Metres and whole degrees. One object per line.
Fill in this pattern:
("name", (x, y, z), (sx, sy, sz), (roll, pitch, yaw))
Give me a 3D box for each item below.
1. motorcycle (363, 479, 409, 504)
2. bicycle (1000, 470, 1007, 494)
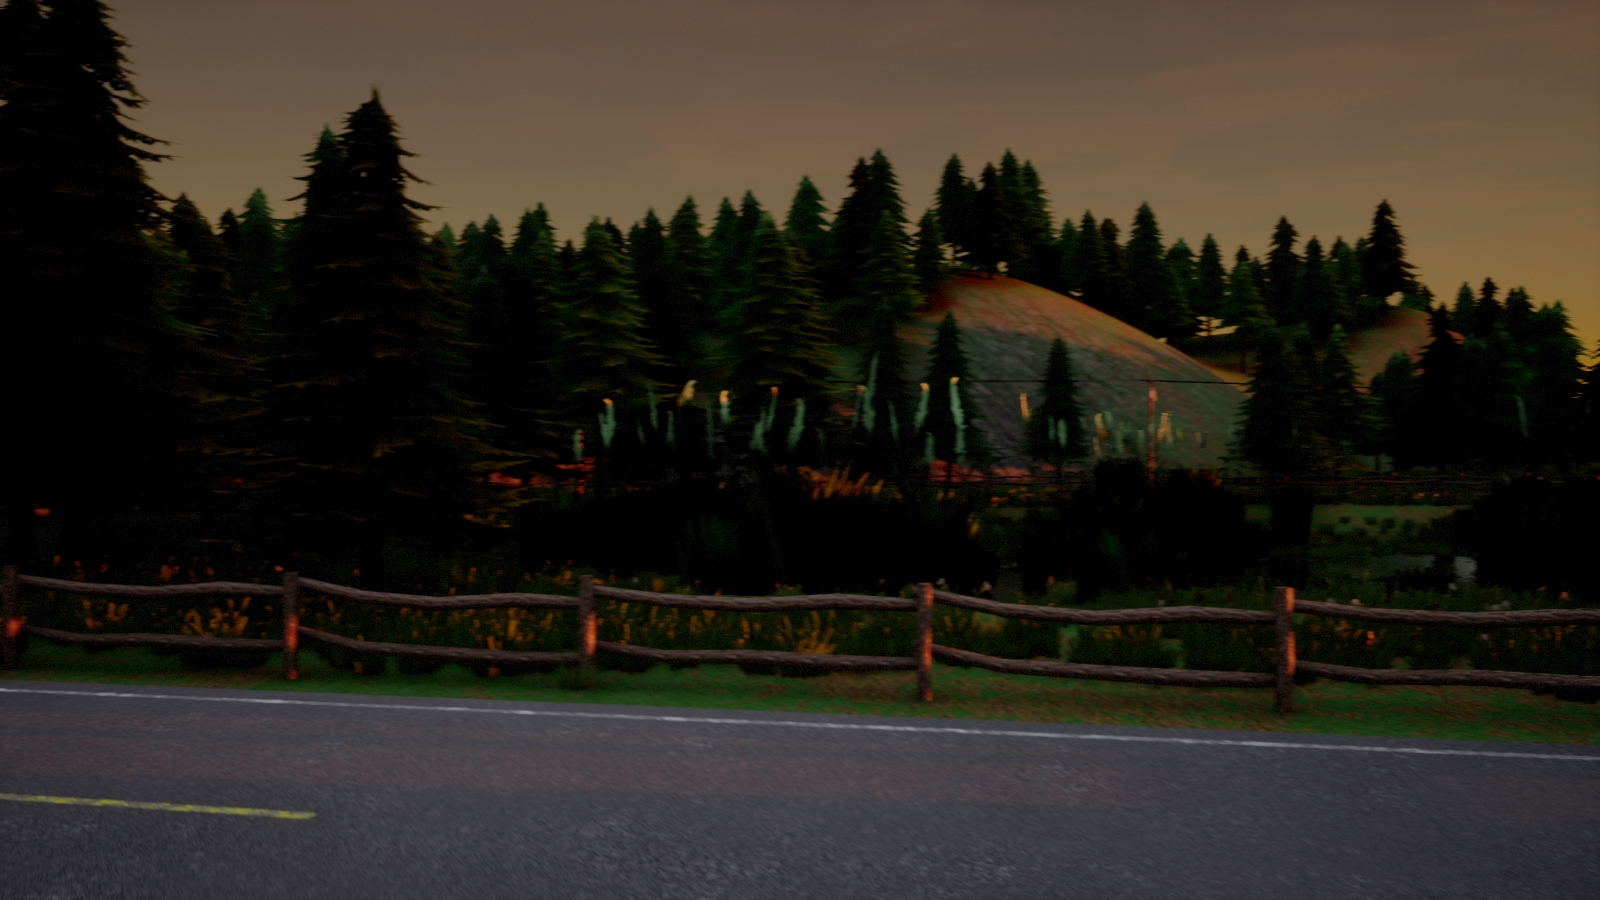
("motorcycle", (-22.150, 2.214, 61.144), (2.209, 1.251, 0.867), (0, 0, 9))
("bicycle", (12.901, 2.033, 72.508), (0.329, 1.471, 1.835), (0, 0, 8))
